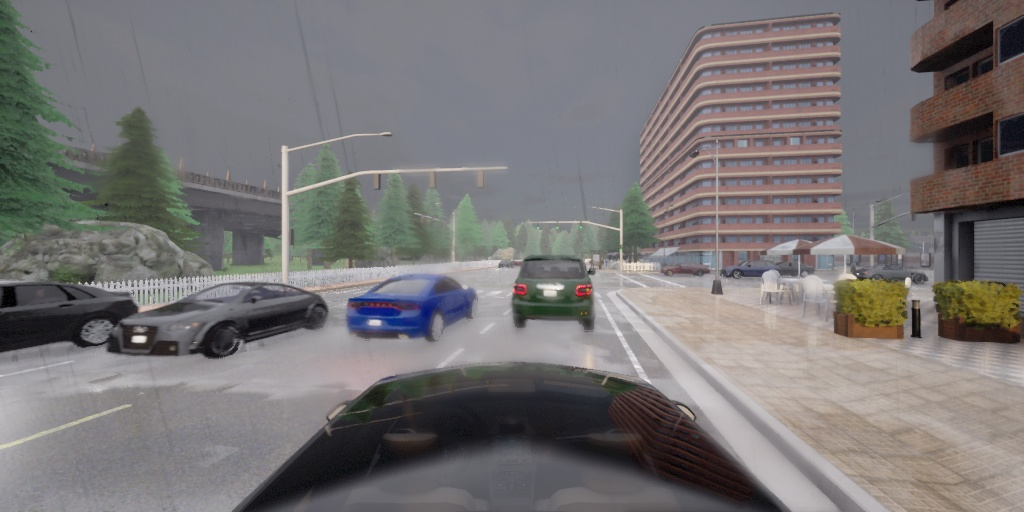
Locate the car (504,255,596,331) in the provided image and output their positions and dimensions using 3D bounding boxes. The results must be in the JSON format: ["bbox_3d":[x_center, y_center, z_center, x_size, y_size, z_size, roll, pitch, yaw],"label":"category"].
[{"bbox_3d":[1.412,0.974,11.243,2.150,2.045,5.566,0,0,10],"label":"car"}]

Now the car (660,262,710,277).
[{"bbox_3d":[17.682,1.334,36.780,4.674,1.442,1.812,0,0,12],"label":"car"}]

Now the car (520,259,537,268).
[{"bbox_3d":[2.845,1.246,60.649,2.128,1.511,4.902,0,0,10],"label":"car"}]

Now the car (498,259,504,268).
[{"bbox_3d":[-0.977,1.259,59.131,1.837,1.490,4.892,0,0,10],"label":"car"}]

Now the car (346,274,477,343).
[{"bbox_3d":[-2.391,1.228,9.887,1.882,1.535,5.008,0,0,10],"label":"car"}]

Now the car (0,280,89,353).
[{"bbox_3d":[-10.220,1.255,6.656,1.837,1.490,4.892,0,0,9],"label":"car"}]

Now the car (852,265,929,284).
[{"bbox_3d":[28.811,1.372,27.461,4.181,1.385,1.994,0,0,10],"label":"car"}]

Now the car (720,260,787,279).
[{"bbox_3d":[21.502,1.160,32.474,4.553,1.767,2.097,0,0,10],"label":"car"}]

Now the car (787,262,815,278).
[{"bbox_3d":[26.598,1.313,35.113,4.892,1.490,1.837,0,0,10],"label":"car"}]

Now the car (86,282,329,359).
[{"bbox_3d":[-6.373,1.314,8.420,1.994,1.385,4.181,0,0,10],"label":"car"}]
